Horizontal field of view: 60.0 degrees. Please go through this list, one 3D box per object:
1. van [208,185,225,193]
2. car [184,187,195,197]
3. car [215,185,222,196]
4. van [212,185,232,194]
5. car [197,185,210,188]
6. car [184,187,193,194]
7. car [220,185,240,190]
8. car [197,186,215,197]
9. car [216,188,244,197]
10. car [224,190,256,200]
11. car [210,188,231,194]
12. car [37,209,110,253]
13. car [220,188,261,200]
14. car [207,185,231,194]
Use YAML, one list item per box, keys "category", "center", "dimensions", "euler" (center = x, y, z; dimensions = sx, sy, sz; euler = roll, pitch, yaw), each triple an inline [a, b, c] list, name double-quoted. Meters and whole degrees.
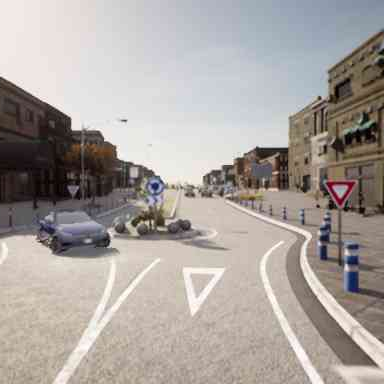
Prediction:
- category: "van"
  center: [6.362, -0.757, 87.238]
  dimensions: [4.442, 1.987, 1.878]
  euler: [0, 1, -2]
- category: "car"
  center: [-0.434, 0.219, 61.488]
  dimensions: [1.895, 1.301, 4.718]
  euler: [0, 2, -1]
- category: "car"
  center: [7.306, -0.006, 56.940]
  dimensions: [5.566, 2.045, 2.435]
  euler: [0, 2, -2]
- category: "van"
  center: [6.888, -0.523, 76.102]
  dimensions: [4.442, 1.987, 1.878]
  euler: [0, 1, -1]
- category: "car"
  center: [2.244, -0.339, 71.788]
  dimensions: [1.837, 1.490, 4.892]
  euler: [0, 1, -2]
- category: "car"
  center: [-0.755, -0.338, 71.709]
  dimensions: [1.837, 1.490, 4.892]
  euler: [0, 1, -2]
- category: "car"
  center: [7.318, 0.211, 54.190]
  dimensions: [4.553, 1.767, 2.185]
  euler: [0, 2, -2]
- category: "car"
  center: [2.587, 0.146, 60.376]
  dimensions: [2.128, 1.511, 4.902]
  euler: [0, 2, -1]
- category: "car"
  center: [7.127, 0.071, 62.455]
  dimensions: [5.008, 1.535, 2.097]
  euler: [0, 2, -2]
- category: "car"
  center: [7.425, 0.473, 51.443]
  dimensions: [4.674, 1.452, 2.002]
  euler: [0, 2, -2]
- category: "car"
  center: [6.699, -0.323, 78.980]
  dimensions: [4.674, 1.452, 2.002]
  euler: [0, 1, -2]
- category: "car"
  center: [-5.102, 1.466, 13.749]
  dimensions: [1.812, 1.442, 4.674]
  euler: [-2, 2, -36]
- category: "car"
  center: [7.309, 0.529, 48.682]
  dimensions: [5.366, 1.575, 1.946]
  euler: [0, 2, -2]
- category: "car"
  center: [6.595, -0.674, 81.731]
  dimensions: [5.566, 2.045, 2.435]
  euler: [0, 1, -2]
